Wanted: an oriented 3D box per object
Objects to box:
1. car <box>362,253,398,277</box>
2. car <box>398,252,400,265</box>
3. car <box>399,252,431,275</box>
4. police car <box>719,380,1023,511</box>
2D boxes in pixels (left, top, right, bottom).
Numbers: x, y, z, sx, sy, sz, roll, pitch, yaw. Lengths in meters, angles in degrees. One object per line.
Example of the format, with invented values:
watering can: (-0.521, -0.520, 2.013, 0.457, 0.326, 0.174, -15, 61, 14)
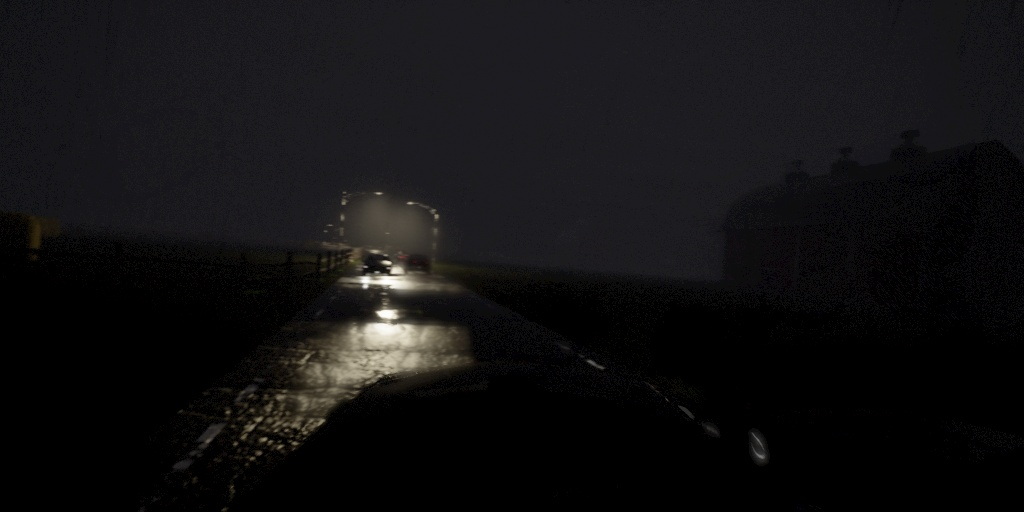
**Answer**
car: (-9.227, 0.550, 24.691, 2.033, 1.411, 5.357, 4, 0, -20)
car: (-12.214, 0.236, 40.905, 1.837, 1.490, 4.892, 4, 1, -20)
car: (-7.570, 0.588, 28.392, 1.882, 1.535, 5.008, 4, 0, -20)
police car: (3.247, 1.411, 1.021, 1.930, 1.638, 5.238, 4, 0, -20)
